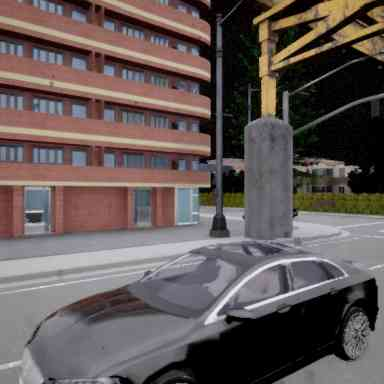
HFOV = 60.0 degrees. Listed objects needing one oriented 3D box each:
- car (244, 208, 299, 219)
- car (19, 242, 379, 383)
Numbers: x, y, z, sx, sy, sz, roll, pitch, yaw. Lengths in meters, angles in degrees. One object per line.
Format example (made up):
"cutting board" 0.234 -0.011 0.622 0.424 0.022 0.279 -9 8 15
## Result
"car" 6.762 1.599 28.508 1.895 1.301 4.718 0 0 -35
"car" 0.522 1.491 4.328 4.902 1.511 2.128 0 0 -35
